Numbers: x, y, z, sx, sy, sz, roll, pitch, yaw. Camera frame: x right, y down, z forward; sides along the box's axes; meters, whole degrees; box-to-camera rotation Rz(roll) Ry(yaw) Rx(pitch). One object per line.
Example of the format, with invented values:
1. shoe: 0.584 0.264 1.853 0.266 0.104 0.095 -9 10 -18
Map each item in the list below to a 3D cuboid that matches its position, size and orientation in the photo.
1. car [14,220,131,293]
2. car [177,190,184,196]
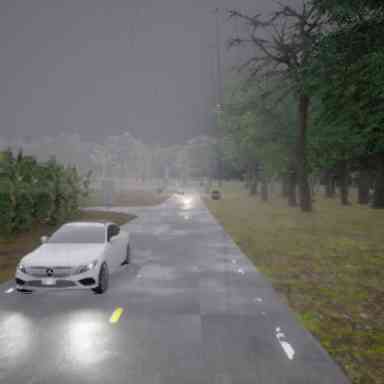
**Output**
1. car: -2.841 1.514 8.940 1.812 1.442 4.674 0 0 0
2. car: -2.790 0.113 81.428 2.033 1.411 5.357 0 2 0
